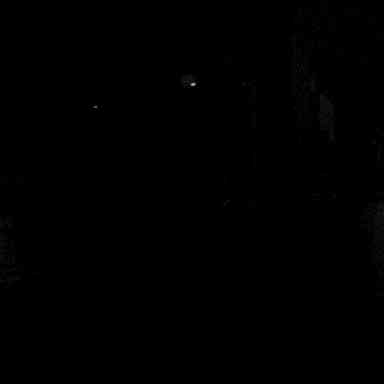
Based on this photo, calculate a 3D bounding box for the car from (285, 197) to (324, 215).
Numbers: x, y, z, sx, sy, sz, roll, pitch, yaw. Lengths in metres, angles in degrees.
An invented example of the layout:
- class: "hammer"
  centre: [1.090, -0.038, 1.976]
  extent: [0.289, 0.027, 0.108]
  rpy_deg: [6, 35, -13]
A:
- class: "car"
  centre: [10.726, 1.419, 31.520]
  extent: [1.947, 1.339, 4.313]
  rpy_deg: [0, 0, 35]

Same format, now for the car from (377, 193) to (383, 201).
- class: "car"
  centre: [42.804, 1.353, 77.893]
  extent: [1.802, 1.307, 4.206]
  rpy_deg: [-1, 0, 35]

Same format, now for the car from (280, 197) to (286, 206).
- class: "car"
  centre: [13.342, 1.446, 50.288]
  extent: [1.947, 1.339, 4.313]
  rpy_deg: [0, 0, 35]

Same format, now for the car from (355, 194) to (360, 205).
- class: "car"
  centre: [23.557, 1.373, 50.069]
  extent: [1.947, 1.339, 4.313]
  rpy_deg: [0, 0, 35]

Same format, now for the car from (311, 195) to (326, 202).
- class: "car"
  centre: [26.177, 1.408, 68.840]
  extent: [1.947, 1.339, 4.313]
  rpy_deg: [0, 0, 35]

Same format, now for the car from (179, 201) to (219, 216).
- class: "car"
  centre: [0.510, 1.515, 31.736]
  extent: [1.802, 1.307, 4.206]
  rpy_deg: [0, 0, 35]

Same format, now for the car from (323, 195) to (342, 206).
- class: "car"
  centre: [22.549, 1.327, 53.135]
  extent: [1.837, 1.490, 4.892]
  rpy_deg: [-1, 0, 35]

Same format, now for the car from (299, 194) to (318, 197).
- class: "car"
  centre: [15.723, 1.369, 43.263]
  extent: [1.812, 1.442, 4.674]
  rpy_deg: [-1, 0, 34]

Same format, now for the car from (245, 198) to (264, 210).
- class: "car"
  centre: [6.926, 1.485, 41.012]
  extent: [1.802, 1.307, 4.206]
  rpy_deg: [0, 0, 35]

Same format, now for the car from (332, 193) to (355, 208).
- class: "car"
  centre: [20.348, 1.131, 45.433]
  extent: [2.192, 1.841, 5.009]
  rpy_deg: [0, 0, 35]

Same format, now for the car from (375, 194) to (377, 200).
- class: "car"
  centre: [36.486, 1.297, 68.758]
  extent: [1.752, 1.417, 4.829]
  rpy_deg: [0, 0, 35]

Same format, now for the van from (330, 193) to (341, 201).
- class: "van"
  centre: [35.799, 1.175, 82.754]
  extent: [1.690, 1.788, 3.998]
  rpy_deg: [-1, 0, 35]

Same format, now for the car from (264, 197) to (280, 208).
- class: "car"
  centre: [10.037, 1.416, 45.509]
  extent: [1.752, 1.417, 4.829]
  rpy_deg: [0, 0, 35]

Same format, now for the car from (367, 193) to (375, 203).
- class: "car"
  centre: [33.181, 1.094, 63.983]
  extent: [2.192, 1.841, 5.009]
  rpy_deg: [0, 0, 35]

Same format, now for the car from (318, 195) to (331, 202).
- class: "car"
  centre: [29.384, 1.417, 73.477]
  extent: [1.802, 1.307, 4.206]
  rpy_deg: [0, 0, 35]

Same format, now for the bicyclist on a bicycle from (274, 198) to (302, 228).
- class: "bicyclist on a bicycle"
  centre: [5.263, 1.174, 18.417]
  extent: [1.656, 1.620, 0.582]
  rpy_deg: [-1, 0, 35]

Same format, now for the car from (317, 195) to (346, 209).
- class: "car"
  centre: [17.141, 1.372, 40.795]
  extent: [1.887, 1.381, 4.507]
  rpy_deg: [0, 0, 35]

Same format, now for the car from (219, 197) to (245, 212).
- class: "car"
  centre: [3.716, 1.357, 36.374]
  extent: [1.967, 1.590, 4.097]
  rpy_deg: [0, 0, 35]

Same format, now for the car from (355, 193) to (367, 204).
- class: "car"
  centre: [26.764, 1.112, 54.707]
  extent: [2.192, 1.841, 5.009]
  rpy_deg: [0, 0, 35]
